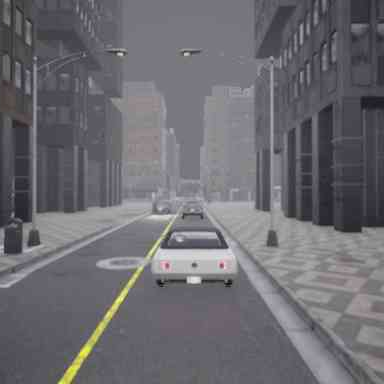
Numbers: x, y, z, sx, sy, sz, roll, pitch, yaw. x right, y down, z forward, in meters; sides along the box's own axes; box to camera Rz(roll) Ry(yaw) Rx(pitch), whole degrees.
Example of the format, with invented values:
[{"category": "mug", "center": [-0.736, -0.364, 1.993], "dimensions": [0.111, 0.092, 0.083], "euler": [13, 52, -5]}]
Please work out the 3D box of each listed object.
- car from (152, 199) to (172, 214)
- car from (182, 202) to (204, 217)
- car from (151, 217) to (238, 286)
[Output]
[{"category": "car", "center": [-3.131, 1.535, 35.374], "dimensions": [2.128, 1.511, 4.902], "euler": [0, 0, 0]}, {"category": "car", "center": [0.065, 1.576, 29.959], "dimensions": [2.033, 1.411, 5.357], "euler": [0, 0, 0]}, {"category": "car", "center": [0.067, 1.603, 9.364], "dimensions": [1.895, 1.301, 4.718], "euler": [0, 0, 0]}]
